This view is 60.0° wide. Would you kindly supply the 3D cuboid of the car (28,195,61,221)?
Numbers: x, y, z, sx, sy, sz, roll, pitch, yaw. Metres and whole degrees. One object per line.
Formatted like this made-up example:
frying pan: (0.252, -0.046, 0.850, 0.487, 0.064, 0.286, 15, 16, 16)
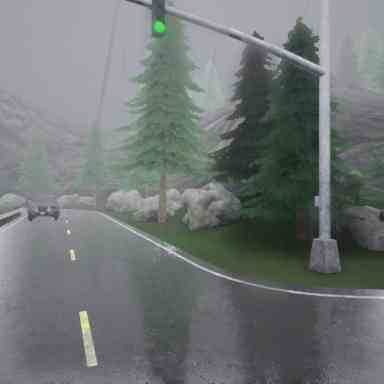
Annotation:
car: (-12.263, 1.255, 27.797, 2.150, 2.045, 5.566, 0, 0, -20)
